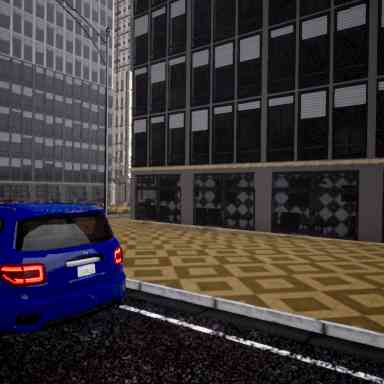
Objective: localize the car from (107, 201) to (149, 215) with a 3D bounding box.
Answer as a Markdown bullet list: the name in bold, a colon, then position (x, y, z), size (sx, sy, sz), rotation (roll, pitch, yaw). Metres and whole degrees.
- **car**: position (-7.364, 1.830, 38.752), size (1.752, 1.417, 4.829), rotation (1, 0, 36)

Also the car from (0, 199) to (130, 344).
- **car**: position (-3.716, 1.218, 6.333), size (5.566, 2.045, 2.150), rotation (0, 0, 35)

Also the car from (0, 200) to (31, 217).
- **car**: position (-18.860, 1.616, 32.917), size (1.837, 1.490, 4.892), rotation (1, 0, 36)

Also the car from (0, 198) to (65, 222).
- **car**: position (-14.162, 1.519, 29.541), size (2.192, 1.841, 5.009), rotation (1, 0, 36)

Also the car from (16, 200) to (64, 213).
- **car**: position (-17.659, 1.643, 38.916), size (1.752, 1.417, 4.829), rotation (1, 0, 36)

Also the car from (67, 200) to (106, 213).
- **car**: position (-12.948, 1.762, 40.937), size (1.994, 1.385, 4.181), rotation (1, 0, 36)
